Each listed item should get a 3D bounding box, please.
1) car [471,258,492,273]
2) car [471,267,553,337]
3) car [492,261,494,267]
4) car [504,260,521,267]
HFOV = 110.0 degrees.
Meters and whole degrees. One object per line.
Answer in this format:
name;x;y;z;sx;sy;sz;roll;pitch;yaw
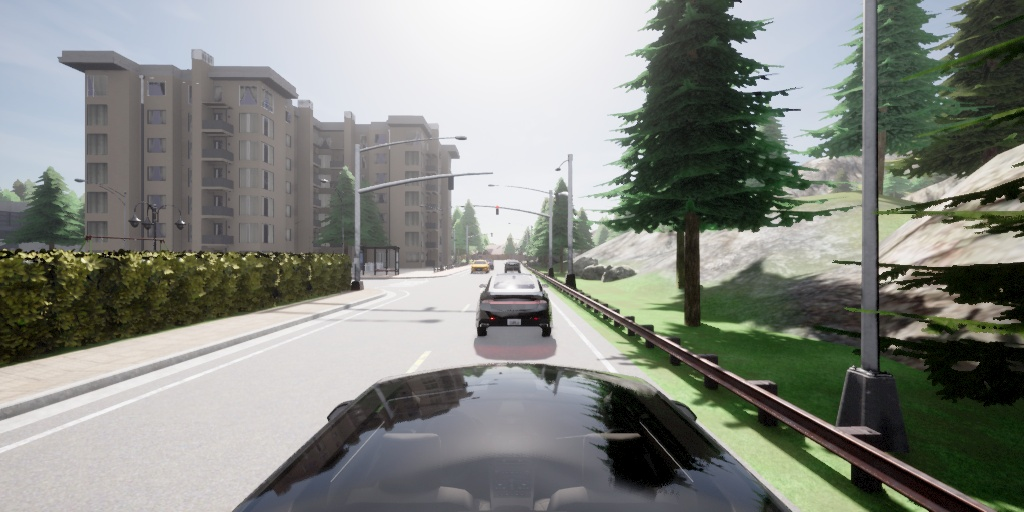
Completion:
car;-3.698;1.228;42.302;1.882;1.535;5.008;0;0;0
car;0.057;1.242;10.312;2.128;1.511;4.902;0;0;0
car;-3.713;1.102;51.913;2.097;1.767;4.553;0;0;0
car;0.041;1.255;43.411;1.837;1.490;4.892;0;0;-1
